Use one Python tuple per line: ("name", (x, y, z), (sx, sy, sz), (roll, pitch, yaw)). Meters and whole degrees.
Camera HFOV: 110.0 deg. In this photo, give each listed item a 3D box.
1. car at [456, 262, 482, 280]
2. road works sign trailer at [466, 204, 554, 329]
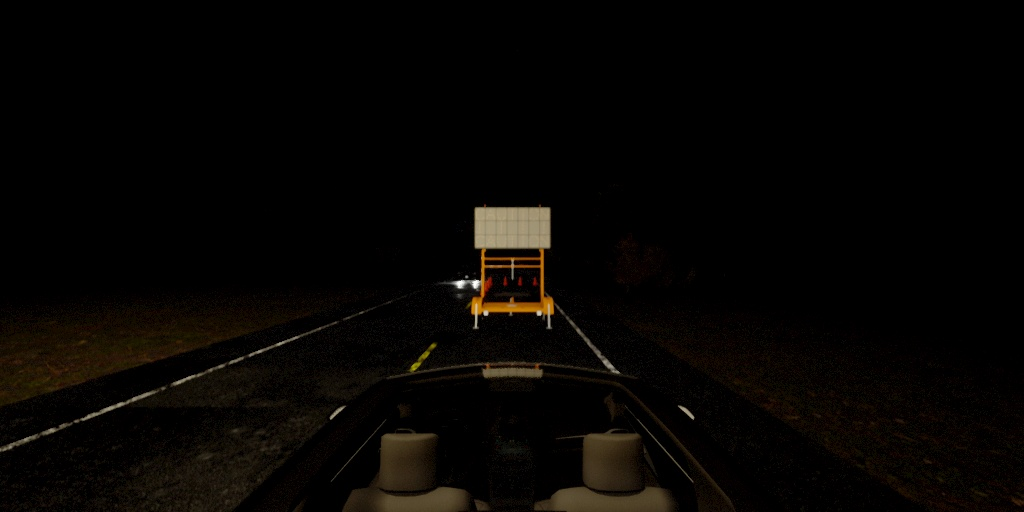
("car", (-3.540, 1.252, 30.726), (2.033, 1.411, 5.357), (0, 0, 0))
("road works sign trailer", (0.019, 0.197, 11.174), (2.380, 3.560, 2.880), (0, 0, 0))
